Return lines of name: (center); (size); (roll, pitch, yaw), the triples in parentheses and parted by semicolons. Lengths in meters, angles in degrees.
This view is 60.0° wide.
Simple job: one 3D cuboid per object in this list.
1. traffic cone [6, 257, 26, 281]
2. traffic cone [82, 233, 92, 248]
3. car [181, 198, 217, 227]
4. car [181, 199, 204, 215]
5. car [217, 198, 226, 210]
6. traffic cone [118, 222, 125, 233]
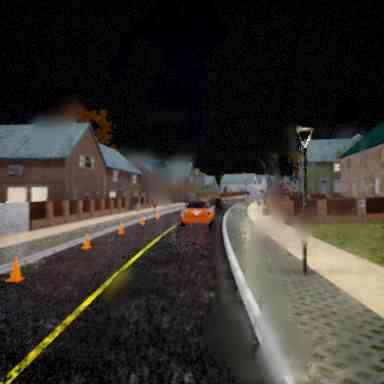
traffic cone: (-4.561, 1.975, 8.624); (0.340, 0.580, 0.340); (0, 0, 2)
traffic cone: (-4.318, 1.987, 13.669); (0.340, 0.580, 0.340); (0, 0, 3)
car: (0.494, 1.392, 23.345); (2.097, 1.767, 4.553); (0, 0, 6)
car: (0.154, 1.559, 35.854); (2.033, 1.411, 5.357); (0, 0, 5)
car: (3.054, 1.502, 41.658); (1.812, 1.442, 4.674); (0, 0, 10)
traffic cone: (-3.970, 1.996, 18.708); (0.340, 0.580, 0.340); (0, 0, 5)
